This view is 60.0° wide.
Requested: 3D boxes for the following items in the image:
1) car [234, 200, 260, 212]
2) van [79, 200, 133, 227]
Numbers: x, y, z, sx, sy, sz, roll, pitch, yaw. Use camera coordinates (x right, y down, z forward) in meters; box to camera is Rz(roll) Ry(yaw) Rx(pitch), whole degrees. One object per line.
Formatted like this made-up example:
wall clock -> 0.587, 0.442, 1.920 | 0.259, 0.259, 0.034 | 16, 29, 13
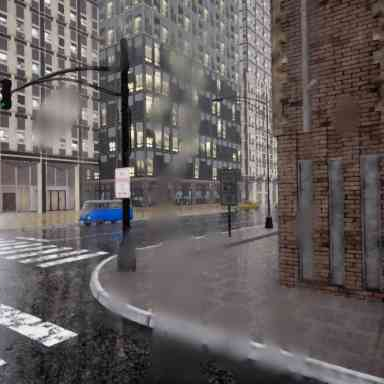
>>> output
car -> 6.848, 1.689, 41.378 | 1.752, 1.417, 4.829 | -2, -1, 36
van -> -5.987, 1.460, 23.470 | 1.690, 1.788, 3.998 | -2, -1, 36
